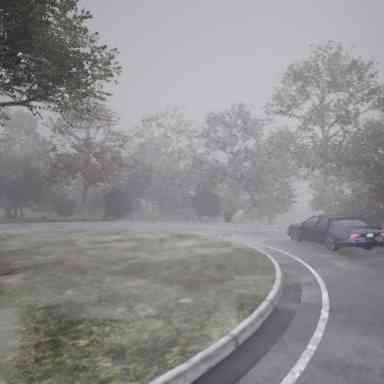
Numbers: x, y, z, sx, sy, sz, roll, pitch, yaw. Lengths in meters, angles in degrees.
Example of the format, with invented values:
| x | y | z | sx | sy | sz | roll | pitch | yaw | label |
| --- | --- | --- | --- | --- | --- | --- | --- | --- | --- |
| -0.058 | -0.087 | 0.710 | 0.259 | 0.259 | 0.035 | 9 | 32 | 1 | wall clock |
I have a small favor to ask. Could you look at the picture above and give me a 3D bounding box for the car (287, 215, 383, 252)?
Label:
| x | y | z | sx | sy | sz | roll | pitch | yaw | label |
| --- | --- | --- | --- | --- | --- | --- | --- | --- | --- |
| 6.258 | 1.738 | 15.017 | 2.033 | 1.411 | 5.357 | -1 | -1 | -10 | car |
